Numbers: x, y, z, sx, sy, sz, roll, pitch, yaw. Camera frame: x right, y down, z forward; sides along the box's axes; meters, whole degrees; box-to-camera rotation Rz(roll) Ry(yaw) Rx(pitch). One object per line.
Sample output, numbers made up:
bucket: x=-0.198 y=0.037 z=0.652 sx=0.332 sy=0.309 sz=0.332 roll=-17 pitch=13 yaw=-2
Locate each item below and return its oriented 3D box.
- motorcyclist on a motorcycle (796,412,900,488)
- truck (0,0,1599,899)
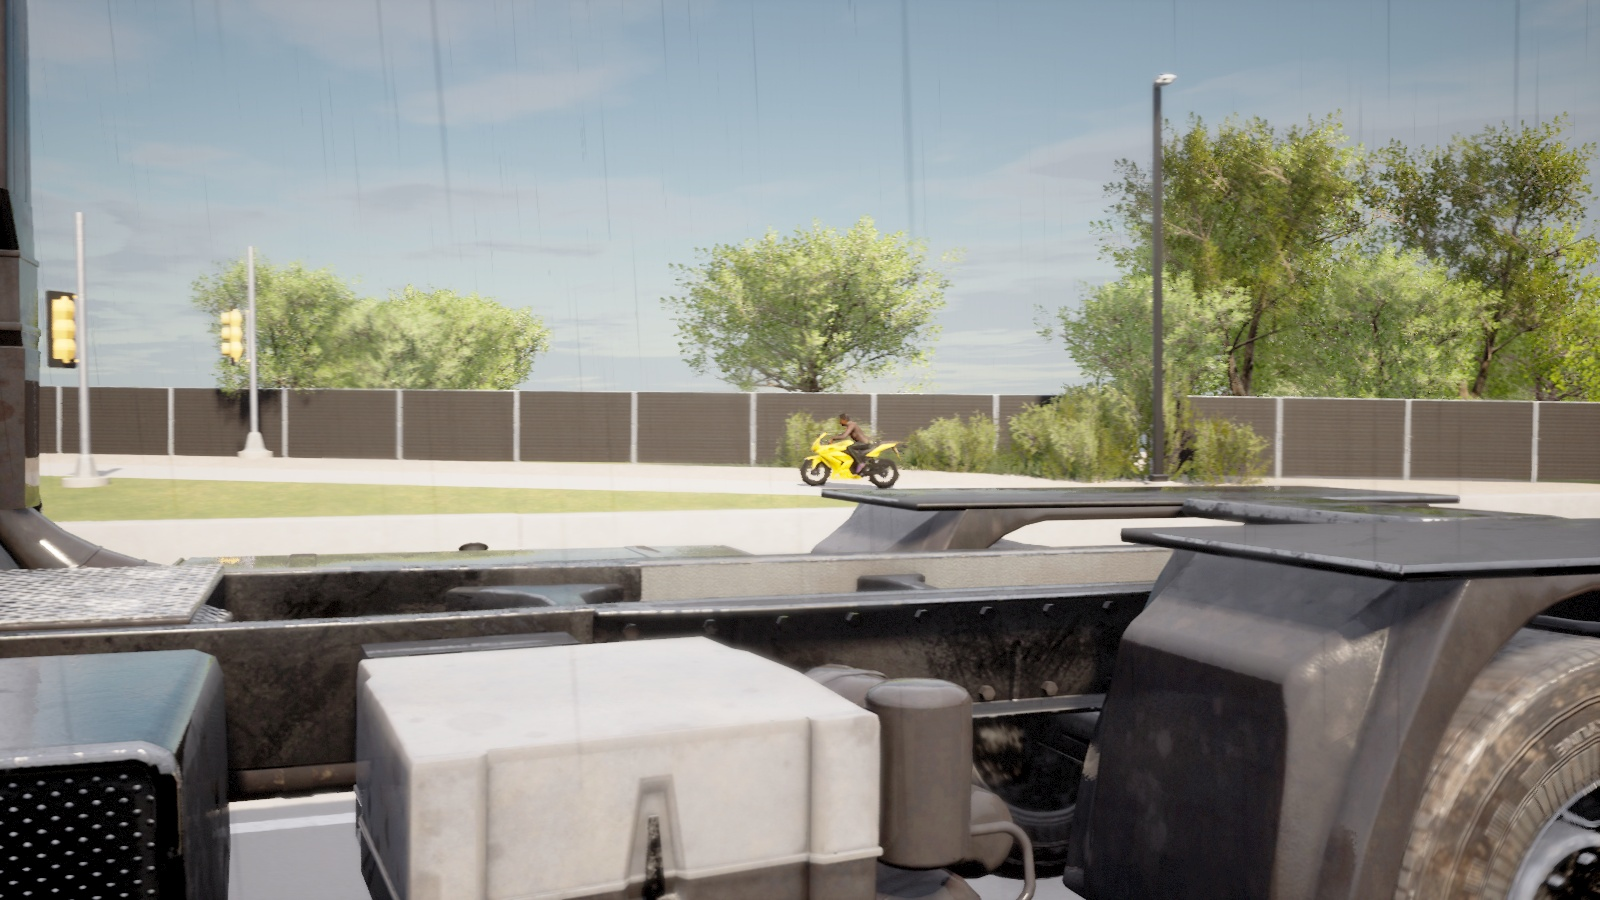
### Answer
motorcyclist on a motorcycle: x=0.985 y=-0.010 z=25.463 sx=2.044 sy=1.523 sz=0.797 roll=0 pitch=1 yaw=6
truck: x=-0.341 y=-0.231 z=3.098 sx=7.936 sy=3.462 sz=2.891 roll=-1 pitch=1 yaw=-21
